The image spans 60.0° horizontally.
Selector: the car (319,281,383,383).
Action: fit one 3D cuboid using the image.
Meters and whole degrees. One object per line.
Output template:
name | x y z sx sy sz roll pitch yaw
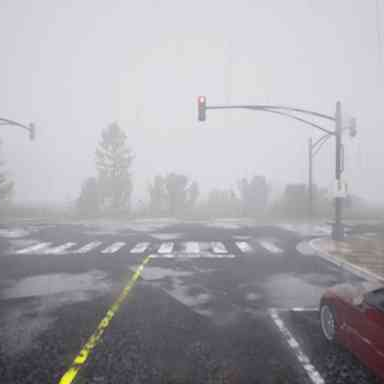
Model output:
car | 2.813 1.580 3.545 1.802 1.307 4.206 -1 0 0
